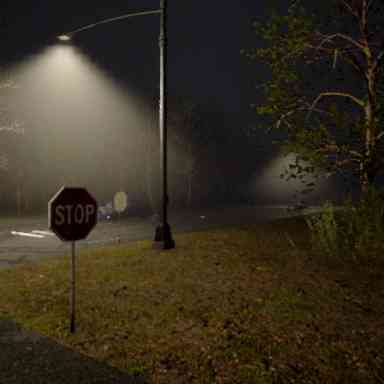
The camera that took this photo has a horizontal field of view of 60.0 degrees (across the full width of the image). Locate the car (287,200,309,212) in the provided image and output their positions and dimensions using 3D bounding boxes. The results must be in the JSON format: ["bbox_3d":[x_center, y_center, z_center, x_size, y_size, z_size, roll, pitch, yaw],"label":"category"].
[{"bbox_3d":[14.157,1.812,44.450,1.812,1.442,4.674,0,0,36],"label":"car"}]

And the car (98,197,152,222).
[{"bbox_3d":[-5.843,1.510,28.811,2.150,2.045,5.566,0,1,36],"label":"car"}]
